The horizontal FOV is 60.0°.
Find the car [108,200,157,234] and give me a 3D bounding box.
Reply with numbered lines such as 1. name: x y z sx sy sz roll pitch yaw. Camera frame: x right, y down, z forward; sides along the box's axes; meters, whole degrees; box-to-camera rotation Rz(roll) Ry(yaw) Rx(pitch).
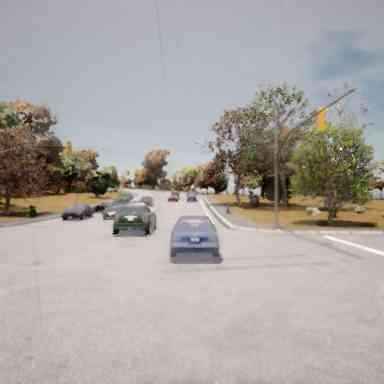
1. car: -3.405 1.553 20.557 2.097 1.767 4.553 0 -1 0

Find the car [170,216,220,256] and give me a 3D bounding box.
1. car: 0.097 1.670 13.605 2.033 1.411 5.357 0 -1 0

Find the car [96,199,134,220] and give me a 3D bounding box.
1. car: -7.098 1.757 31.577 2.128 1.511 4.902 0 0 1

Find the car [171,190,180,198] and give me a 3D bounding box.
1. car: -3.612 0.449 71.616 1.837 1.490 4.892 0 2 -3

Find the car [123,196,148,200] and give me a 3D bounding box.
1. car: -7.091 1.686 41.472 1.812 1.442 4.674 0 1 0

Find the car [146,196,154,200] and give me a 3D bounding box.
1. car: -7.026 1.382 51.758 1.837 1.490 4.892 0 2 0

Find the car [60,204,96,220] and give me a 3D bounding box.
1. car: -10.640 1.814 31.391 2.033 1.411 5.357 0 0 -3

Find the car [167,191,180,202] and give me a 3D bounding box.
1. car: -3.516 1.103 61.600 1.895 1.301 4.718 0 2 0

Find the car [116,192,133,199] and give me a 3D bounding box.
1. car: -10.515 1.089 52.012 2.150 2.045 5.566 0 2 0

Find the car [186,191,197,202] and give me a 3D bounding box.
1. car: -0.016 1.030 61.533 1.812 1.442 4.674 0 2 0

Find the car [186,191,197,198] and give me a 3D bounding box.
1. car: -0.113 0.503 71.704 1.994 1.385 4.181 0 2 -3
